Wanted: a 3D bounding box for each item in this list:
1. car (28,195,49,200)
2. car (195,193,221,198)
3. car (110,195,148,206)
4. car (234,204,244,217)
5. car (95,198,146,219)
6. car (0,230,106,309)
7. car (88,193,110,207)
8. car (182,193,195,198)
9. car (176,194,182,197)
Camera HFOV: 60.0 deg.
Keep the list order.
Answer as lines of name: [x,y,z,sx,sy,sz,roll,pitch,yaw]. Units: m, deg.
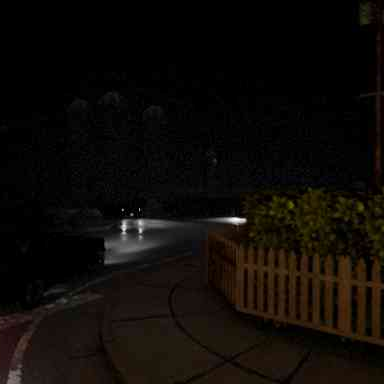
car: [-22.884,1.142,49.374,4.193,1.474,1.816,1,0,35]
car: [3.044,1.250,55.763,1.882,1.535,5.008,0,0,35]
car: [-7.227,1.255,39.897,1.882,1.535,5.008,0,0,24]
car: [5.273,1.471,28.736,1.994,1.385,4.181,1,0,35]
car: [-6.022,1.440,27.705,1.895,1.301,4.718,0,0,-37]
car: [-3.683,1.544,7.760,1.895,1.301,4.718,0,0,7]
car: [-11.616,1.257,43.052,3.905,1.438,1.784,1,0,35]
car: [1.000,1.044,61.658,4.605,1.855,1.932,1,0,35]
car: [-1.954,1.110,80.722,4.611,1.667,2.242,1,0,35]
